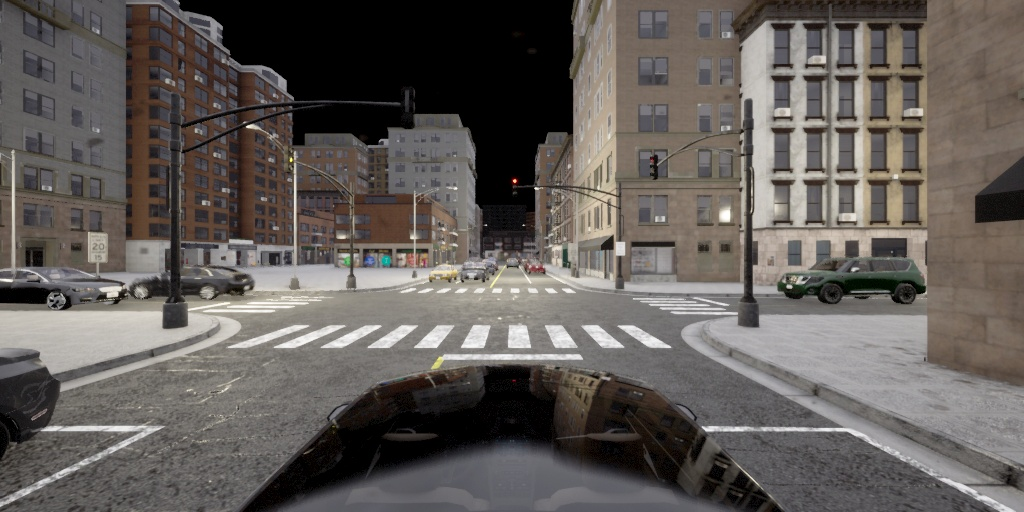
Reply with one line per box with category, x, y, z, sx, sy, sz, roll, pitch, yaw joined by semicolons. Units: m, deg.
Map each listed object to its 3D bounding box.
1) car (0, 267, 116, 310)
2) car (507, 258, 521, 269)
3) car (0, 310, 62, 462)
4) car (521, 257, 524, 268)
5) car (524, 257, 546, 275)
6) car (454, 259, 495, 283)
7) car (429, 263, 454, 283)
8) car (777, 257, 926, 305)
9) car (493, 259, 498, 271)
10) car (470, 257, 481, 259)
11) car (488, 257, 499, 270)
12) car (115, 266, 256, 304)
car;-17.276;1.162;13.382;4.902;1.511;2.128;0;0;2
car;0.126;1.318;58.606;1.994;1.385;4.181;0;0;1
car;-5.388;1.300;1.711;2.007;1.370;4.403;0;0;0
car;2.662;1.067;45.537;2.192;1.841;5.009;0;0;0
car;2.659;1.192;39.875;1.967;1.591;4.097;0;0;0
car;-2.821;1.242;28.207;2.128;1.511;4.902;0;0;2
car;-5.373;1.276;28.387;1.751;1.417;4.829;0;0;0
car;15.352;1.057;16.358;5.566;2.045;2.150;0;0;-2
car;-2.824;1.316;38.108;1.994;1.385;4.181;0;0;0
car;-5.359;1.068;51.205;2.192;1.841;5.009;0;0;0
car;-2.810;1.279;48.183;1.812;1.442;4.674;0;0;0
car;-14.482;1.189;16.322;4.892;1.490;1.837;0;0;0
